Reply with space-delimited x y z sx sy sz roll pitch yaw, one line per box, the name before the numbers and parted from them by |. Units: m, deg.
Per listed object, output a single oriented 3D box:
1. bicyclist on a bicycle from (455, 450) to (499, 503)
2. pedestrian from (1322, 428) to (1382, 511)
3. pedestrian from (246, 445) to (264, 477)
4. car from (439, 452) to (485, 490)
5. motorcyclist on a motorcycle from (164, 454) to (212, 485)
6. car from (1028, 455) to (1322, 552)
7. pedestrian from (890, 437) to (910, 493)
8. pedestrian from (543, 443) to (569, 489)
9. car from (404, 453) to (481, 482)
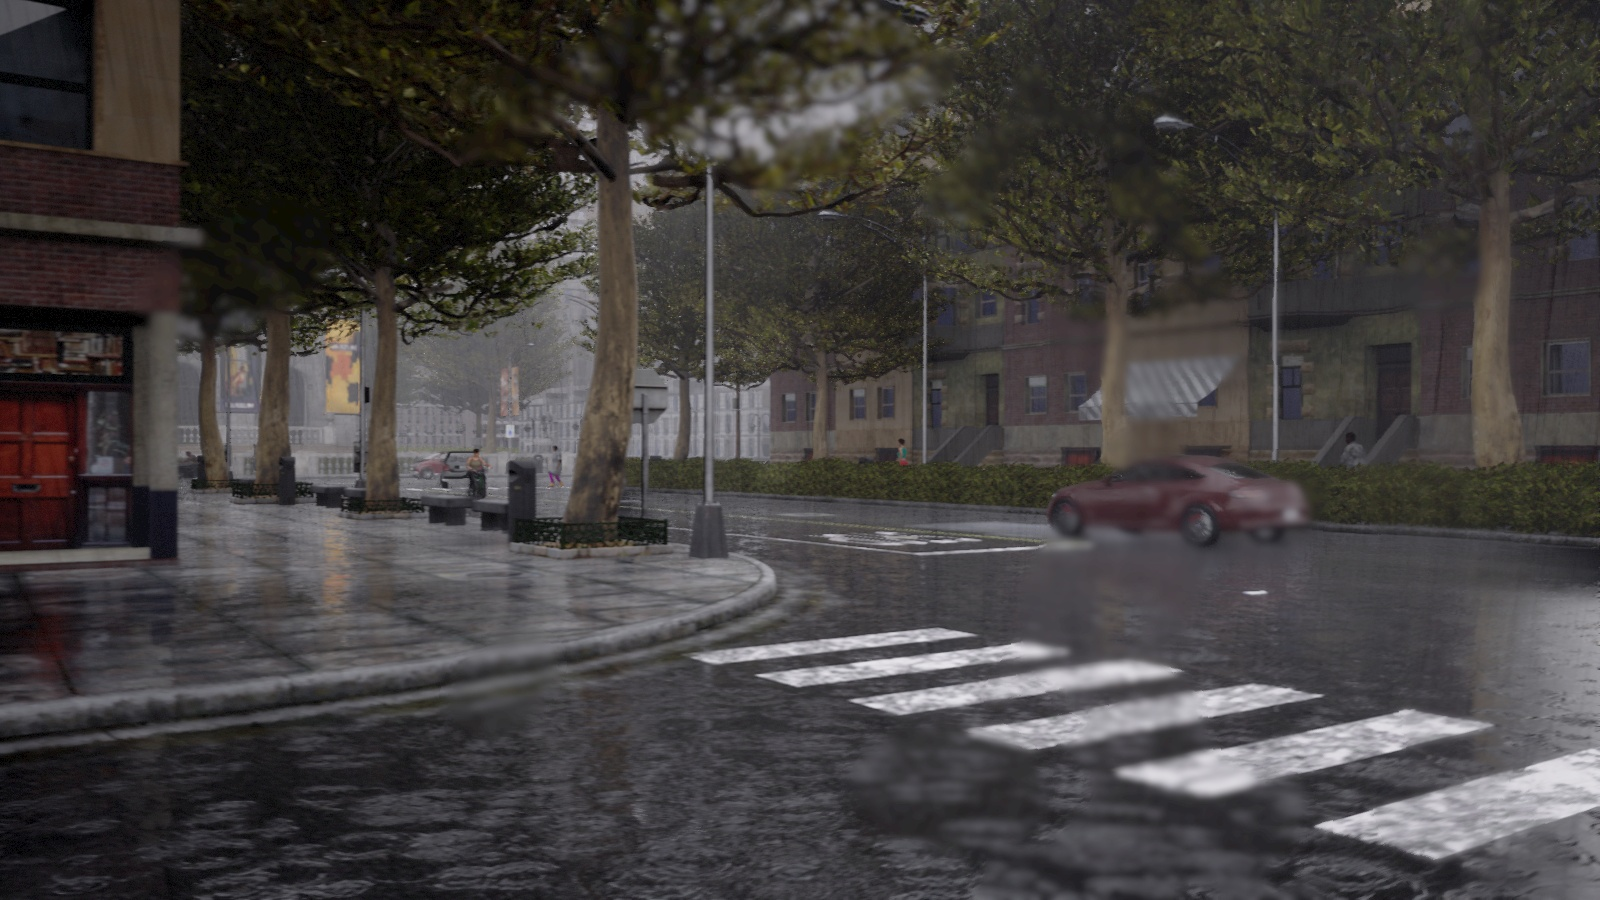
bicyclist on a bicycle | -10.049 0.795 39.004 0.866 1.612 1.509 0 0 -34
pedestrian | 12.624 0.439 28.714 0.874 1.855 0.900 0 0 -28
pedestrian | -31.300 0.641 72.099 0.869 1.805 0.328 0 0 -36
car | -14.439 0.880 53.537 1.789 1.549 3.705 -1 0 -16
motorcyclist on a motorcycle | -30.264 0.941 62.123 2.044 1.523 0.797 0 0 -34
car | 6.168 0.805 21.233 1.812 1.442 4.674 0 0 -34
pedestrian | 3.298 0.490 41.419 0.345 1.836 0.594 0 0 -39
pedestrian | -10.496 0.701 53.923 0.659 1.952 0.873 0 0 40
car | -19.682 0.929 69.180 3.705 1.549 1.789 0 0 -34
